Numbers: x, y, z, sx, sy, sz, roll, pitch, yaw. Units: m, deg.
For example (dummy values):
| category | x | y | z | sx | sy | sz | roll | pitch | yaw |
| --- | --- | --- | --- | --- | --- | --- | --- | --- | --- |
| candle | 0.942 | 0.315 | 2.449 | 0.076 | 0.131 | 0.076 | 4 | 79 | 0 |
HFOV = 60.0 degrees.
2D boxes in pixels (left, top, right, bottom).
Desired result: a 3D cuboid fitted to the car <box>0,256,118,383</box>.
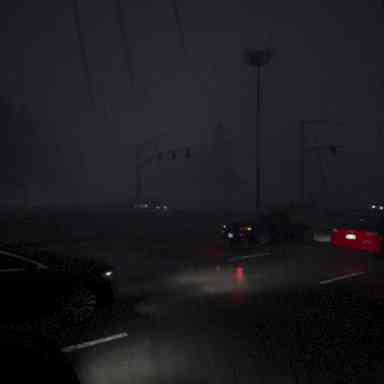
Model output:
| category | x | y | z | sx | sy | sz | roll | pitch | yaw |
| --- | --- | --- | --- | --- | --- | --- | --- | --- | --- |
| car | -3.026 | 1.499 | 1.571 | 4.892 | 1.490 | 1.837 | 0 | 0 | -36 |

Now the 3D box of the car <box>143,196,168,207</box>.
| category | x | y | z | sx | sy | sz | roll | pitch | yaw |
| --- | --- | --- | --- | --- | --- | --- | --- | --- | --- |
| car | -5.821 | 1.654 | 54.566 | 2.033 | 1.411 | 5.357 | 0 | 0 | -28 |

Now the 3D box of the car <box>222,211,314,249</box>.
| category | x | y | z | sx | sy | sz | roll | pitch | yaw |
| --- | --- | --- | --- | --- | --- | --- | --- | --- | --- |
| car | 3.427 | 1.571 | 14.775 | 4.674 | 1.442 | 1.812 | 0 | 0 | -35 |

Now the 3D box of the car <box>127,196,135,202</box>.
| category | x | y | z | sx | sy | sz | roll | pitch | yaw |
| --- | --- | --- | --- | --- | --- | --- | --- | --- | --- |
| car | -15.279 | 1.693 | 82.937 | 1.994 | 1.385 | 4.181 | 0 | 0 | -10 |

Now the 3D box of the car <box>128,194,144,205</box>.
| category | x | y | z | sx | sy | sz | roll | pitch | yaw |
| --- | --- | --- | --- | --- | --- | --- | --- | --- | --- |
| car | -10.134 | 1.335 | 63.797 | 2.150 | 2.045 | 5.566 | 0 | 0 | -22 |

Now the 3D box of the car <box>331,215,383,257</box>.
| category | x | y | z | sx | sy | sz | roll | pitch | yaw |
| --- | --- | --- | --- | --- | --- | --- | --- | --- | --- |
| car | 7.450 | 1.619 | 13.335 | 4.181 | 1.385 | 1.994 | 0 | 0 | -35 |

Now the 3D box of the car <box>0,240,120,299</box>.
| category | x | y | z | sx | sy | sz | roll | pitch | yaw |
| --- | --- | --- | --- | --- | --- | --- | --- | --- | --- |
| car | -3.632 | 1.491 | 5.441 | 4.902 | 1.511 | 2.128 | 0 | 0 | -36 |

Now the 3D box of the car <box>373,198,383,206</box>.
| category | x | y | z | sx | sy | sz | roll | pitch | yaw |
| --- | --- | --- | --- | --- | --- | --- | --- | --- | --- |
| car | 33.117 | 1.767 | 57.470 | 4.181 | 1.385 | 1.994 | 0 | 0 | -35 |
